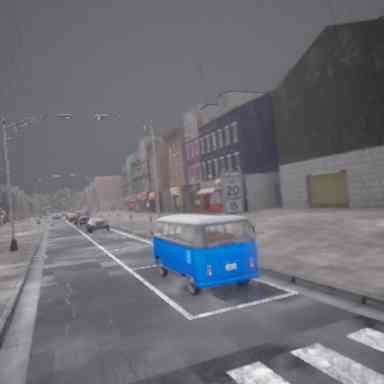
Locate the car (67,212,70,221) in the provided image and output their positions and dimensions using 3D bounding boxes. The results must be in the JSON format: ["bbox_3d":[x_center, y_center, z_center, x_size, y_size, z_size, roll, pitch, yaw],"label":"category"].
[{"bbox_3d":[-18.835,4.168,54.348,1.887,1.381,4.507,-5,-1,-23],"label":"car"}]

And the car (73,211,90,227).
[{"bbox_3d":[-12.508,3.345,39.238,1.947,1.339,4.313,-5,-1,-23],"label":"car"}]

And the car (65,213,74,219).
[{"bbox_3d":[-29.368,5.657,79.527,1.802,1.307,4.206,-5,-1,-23],"label":"car"}]

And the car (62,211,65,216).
[{"bbox_3d":[-27.274,5.221,74.494,1.967,1.590,4.097,-5,-1,-23],"label":"car"}]

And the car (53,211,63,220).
[{"bbox_3d":[-31.830,5.813,78.597,1.994,1.385,4.181,-4,-1,-23],"label":"car"}]

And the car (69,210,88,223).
[{"bbox_3d":[-14.638,3.374,44.279,2.192,1.841,5.009,-5,-1,-23],"label":"car"}]

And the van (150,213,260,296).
[{"bbox_3d":[0.129,1.500,9.023,1.690,1.788,3.998,-4,-1,-23],"label":"van"}]

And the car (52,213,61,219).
[{"bbox_3d":[-35.623,6.313,87.660,2.033,1.411,5.357,-4,-1,-23],"label":"car"}]

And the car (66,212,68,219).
[{"bbox_3d":[-20.940,4.476,59.383,1.947,1.339,4.313,-5,-1,-23],"label":"car"}]

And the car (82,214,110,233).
[{"bbox_3d":[-8.289,2.811,29.166,1.802,1.307,4.206,-5,-1,-23],"label":"car"}]
